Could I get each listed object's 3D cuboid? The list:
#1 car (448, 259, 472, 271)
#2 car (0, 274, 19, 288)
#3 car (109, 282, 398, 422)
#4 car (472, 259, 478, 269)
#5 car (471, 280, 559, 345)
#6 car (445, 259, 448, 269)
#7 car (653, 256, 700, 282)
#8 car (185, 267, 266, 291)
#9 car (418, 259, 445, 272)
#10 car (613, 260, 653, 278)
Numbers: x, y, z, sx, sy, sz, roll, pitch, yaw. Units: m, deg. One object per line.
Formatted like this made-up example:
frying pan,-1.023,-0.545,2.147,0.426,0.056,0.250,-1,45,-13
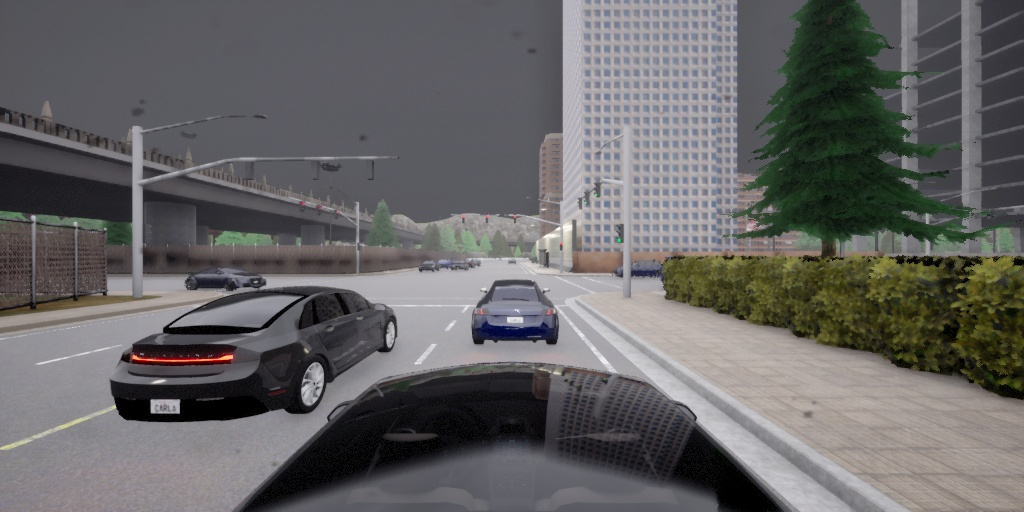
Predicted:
car,-7.084,1.314,49.166,1.994,1.385,4.181,0,0,0
car,-33.988,1.353,22.038,5.357,1.411,2.033,0,0,0
car,-3.440,1.255,6.001,1.837,1.490,4.892,0,0,0
car,-7.082,1.351,57.920,1.895,1.301,4.718,0,0,0
car,0.079,1.314,9.544,1.994,1.385,4.181,0,0,0
car,-10.587,1.227,55.863,1.882,1.535,5.008,0,0,0
car,12.067,1.026,22.135,5.566,2.045,2.150,0,0,0
car,-17.107,1.366,21.506,4.181,1.385,1.994,0,0,9
car,-10.592,1.297,46.413,2.033,1.411,5.357,0,0,0
car,11.644,1.157,32.834,4.553,1.767,2.097,0,0,0
